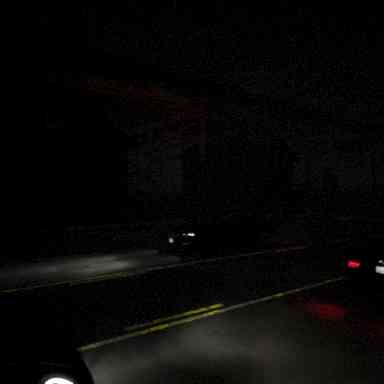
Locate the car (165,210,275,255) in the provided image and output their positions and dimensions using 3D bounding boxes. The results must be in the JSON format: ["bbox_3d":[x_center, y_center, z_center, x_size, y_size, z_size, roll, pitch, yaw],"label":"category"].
[{"bbox_3d":[1.250,1.491,13.466,4.902,1.511,2.128,0,0,-35],"label":"car"}]

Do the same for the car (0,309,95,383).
[{"bbox_3d":[-2.799,1.352,1.732,4.553,1.767,2.097,0,0,-36],"label":"car"}]

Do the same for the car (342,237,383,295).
[{"bbox_3d":[5.711,1.548,7.834,5.357,1.411,2.033,0,0,-36],"label":"car"}]
